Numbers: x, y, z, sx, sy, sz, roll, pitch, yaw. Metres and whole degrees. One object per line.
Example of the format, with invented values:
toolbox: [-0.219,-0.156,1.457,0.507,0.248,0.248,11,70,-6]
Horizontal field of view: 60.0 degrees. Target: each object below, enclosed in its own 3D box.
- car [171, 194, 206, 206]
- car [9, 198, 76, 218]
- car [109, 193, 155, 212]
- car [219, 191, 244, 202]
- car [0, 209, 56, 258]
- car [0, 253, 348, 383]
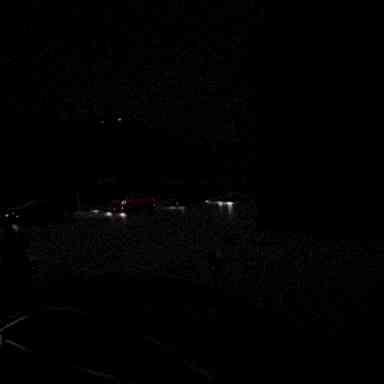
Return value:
car: [-0.341,0.903,38.519,1.895,1.301,4.718,0,2,35]
car: [-10.754,1.235,23.908,1.837,1.490,4.892,0,2,35]
car: [-5.558,0.866,31.199,2.097,1.767,4.553,0,2,35]
car: [5.646,0.594,46.882,1.812,1.442,4.674,1,2,37]
car: [-5.141,1.357,6.462,5.009,1.841,2.192,0,0,36]
car: [-0.740,1.579,3.326,4.313,1.339,1.947,0,0,36]
